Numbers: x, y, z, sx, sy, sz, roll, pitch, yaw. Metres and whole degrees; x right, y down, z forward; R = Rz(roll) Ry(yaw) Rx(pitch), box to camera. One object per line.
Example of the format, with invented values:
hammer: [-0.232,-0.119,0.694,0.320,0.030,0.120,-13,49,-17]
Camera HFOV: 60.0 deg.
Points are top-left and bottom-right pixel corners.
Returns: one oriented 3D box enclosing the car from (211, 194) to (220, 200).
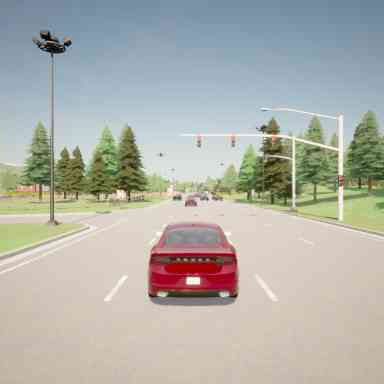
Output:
car: [6.698,1.382,94.242,2.033,1.411,5.357,0,0,0]

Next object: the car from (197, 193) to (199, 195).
car: [3.198,1.367,94.231,2.128,1.511,4.902,0,0,0]

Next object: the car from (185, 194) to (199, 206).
car: [-0.169,1.531,53.187,1.812,1.442,4.674,0,0,0]

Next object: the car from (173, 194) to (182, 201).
car: [-3.768,1.478,83.788,1.882,1.535,5.008,0,0,0]

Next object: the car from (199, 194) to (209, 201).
car: [3.230,1.525,84.228,1.812,1.442,4.674,0,0,0]

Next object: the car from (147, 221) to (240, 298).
car: [0.036,1.479,8.584,1.882,1.535,5.008,0,0,0]

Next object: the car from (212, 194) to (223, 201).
car: [6.732,1.525,83.822,2.128,1.511,4.902,0,0,0]

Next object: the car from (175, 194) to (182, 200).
car: [-3.802,1.320,94.208,1.882,1.535,5.008,0,0,0]
